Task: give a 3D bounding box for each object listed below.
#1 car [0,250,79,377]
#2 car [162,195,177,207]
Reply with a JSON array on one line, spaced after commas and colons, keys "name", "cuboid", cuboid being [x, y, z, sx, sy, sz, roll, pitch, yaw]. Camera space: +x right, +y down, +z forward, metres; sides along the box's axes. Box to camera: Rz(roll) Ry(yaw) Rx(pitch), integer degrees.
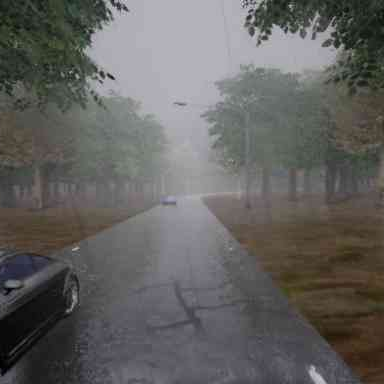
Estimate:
[{"name": "car", "cuboid": [-3.098, 1.547, 4.566, 1.994, 1.385, 4.181, 0, 0, 0]}, {"name": "car", "cuboid": [-3.069, 1.238, 46.724, 1.882, 1.535, 5.008, 0, 1, 0]}]
